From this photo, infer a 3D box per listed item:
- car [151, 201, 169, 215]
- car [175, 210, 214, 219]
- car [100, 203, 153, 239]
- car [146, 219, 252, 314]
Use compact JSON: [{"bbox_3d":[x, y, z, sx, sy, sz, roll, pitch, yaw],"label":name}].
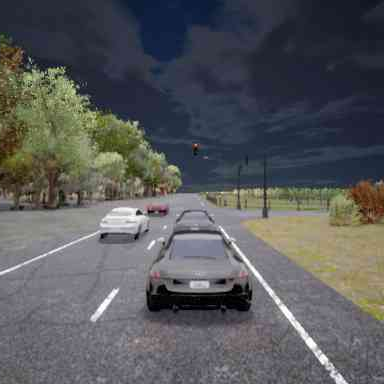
[{"bbox_3d":[-3.330,1.582,33.588,1.895,1.301,4.718,0,0,0],"label":"car"},{"bbox_3d":[0.132,1.556,16.119,1.994,1.385,4.181,0,0,0],"label":"car"},{"bbox_3d":[-3.369,1.517,17.111,1.812,1.442,4.674,0,0,1],"label":"car"},{"bbox_3d":[0.118,1.560,7.719,1.994,1.385,4.181,0,0,0],"label":"car"}]
